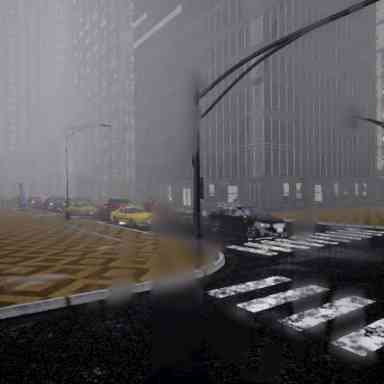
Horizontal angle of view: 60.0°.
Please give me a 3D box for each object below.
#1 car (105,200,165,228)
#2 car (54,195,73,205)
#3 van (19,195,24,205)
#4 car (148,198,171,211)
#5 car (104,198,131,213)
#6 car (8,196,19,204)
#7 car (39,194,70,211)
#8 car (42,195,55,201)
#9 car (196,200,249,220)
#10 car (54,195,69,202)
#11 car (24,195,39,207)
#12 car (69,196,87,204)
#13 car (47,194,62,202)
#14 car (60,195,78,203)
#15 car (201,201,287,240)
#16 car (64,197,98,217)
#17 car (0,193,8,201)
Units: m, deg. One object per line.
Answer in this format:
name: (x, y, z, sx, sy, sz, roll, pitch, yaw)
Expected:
car: (-4.043, 1.552, 22.821, 1.752, 1.417, 4.829, -1, 1, -36)
car: (-22.408, 1.358, 57.846, 1.882, 1.535, 5.008, -1, 1, -35)
van: (-26.760, 1.302, 54.608, 1.690, 1.788, 3.998, -1, 1, -36)
car: (-4.088, 1.328, 36.693, 1.967, 1.590, 4.097, -1, 1, -36)
car: (-6.309, 1.328, 30.417, 2.097, 1.767, 4.553, -1, 1, -35)
car: (-33.249, 1.493, 63.631, 2.008, 1.369, 4.403, -1, 1, -36)
car: (-17.021, 1.429, 41.077, 1.967, 1.590, 4.097, -1, 1, -36)
car: (-33.444, 1.331, 77.392, 1.752, 1.417, 4.829, -1, 1, -36)
car: (2.464, 1.455, 27.713, 2.008, 1.369, 4.403, -1, 1, -36)
car: (-26.853, 1.407, 68.233, 1.802, 1.307, 4.206, -1, 1, -36)
car: (-23.513, 1.411, 50.098, 1.967, 1.590, 4.097, -1, 1, -36)
car: (-20.362, 1.388, 59.212, 1.887, 1.381, 4.507, -1, 1, -36)
car: (-30.100, 1.255, 72.743, 1.967, 1.590, 4.097, -1, 1, -36)
car: (-23.607, 1.385, 63.722, 2.008, 1.369, 4.403, -1, 1, -36)
car: (2.762, 1.495, 17.458, 2.128, 1.511, 4.902, -1, 1, -32)
car: (-10.479, 1.533, 31.885, 1.752, 1.417, 4.829, -1, 1, -36)
car: (-46.232, 1.449, 81.673, 1.887, 1.381, 4.507, -1, 1, -36)
